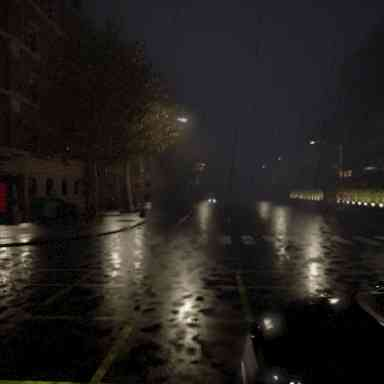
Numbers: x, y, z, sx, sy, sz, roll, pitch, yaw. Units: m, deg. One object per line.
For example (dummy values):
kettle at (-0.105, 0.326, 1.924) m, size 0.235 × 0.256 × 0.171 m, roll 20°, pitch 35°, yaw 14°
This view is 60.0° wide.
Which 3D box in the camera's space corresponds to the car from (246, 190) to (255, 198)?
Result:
car at (16.144, 0.818, 90.808) m, size 2.033 × 1.411 × 5.357 m, roll 0°, pitch 0°, yaw 4°

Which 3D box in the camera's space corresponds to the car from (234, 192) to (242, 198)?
car at (12.652, 0.830, 91.047) m, size 1.812 × 1.442 × 4.674 m, roll 0°, pitch 0°, yaw 4°

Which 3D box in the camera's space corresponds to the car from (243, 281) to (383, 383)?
car at (2.947, 1.455, 3.012) m, size 4.902 × 1.511 × 2.128 m, roll 0°, pitch 0°, yaw 4°

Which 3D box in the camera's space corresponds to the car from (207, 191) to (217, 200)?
car at (4.704, 1.127, 77.599) m, size 2.128 × 1.511 × 4.902 m, roll 0°, pitch 0°, yaw 4°
